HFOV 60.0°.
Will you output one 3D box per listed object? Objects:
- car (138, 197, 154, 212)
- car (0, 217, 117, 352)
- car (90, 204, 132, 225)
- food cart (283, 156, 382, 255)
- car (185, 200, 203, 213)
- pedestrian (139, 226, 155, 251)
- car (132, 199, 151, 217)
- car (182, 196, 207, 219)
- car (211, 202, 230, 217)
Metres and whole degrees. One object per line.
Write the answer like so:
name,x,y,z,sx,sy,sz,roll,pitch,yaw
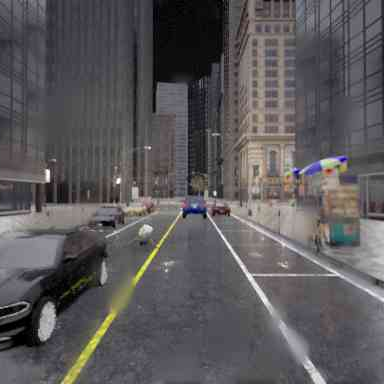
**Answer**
car,-5.623,1.527,39.299,2.192,1.841,5.009,0,0,0
car,-3.067,1.502,6.560,1.882,1.535,5.008,0,0,0
car,-5.720,1.670,22.920,1.947,1.339,4.313,1,0,0
food cart,5.698,0.525,14.308,2.280,3.560,4.660,-1,-1,0
car,0.283,1.781,42.093,2.033,1.411,5.357,0,0,1
pedestrian,-1.823,1.348,13.489,0.375,1.860,0.375,1,-1,-18
car,-5.657,1.698,33.668,1.752,1.417,4.829,0,0,0
car,0.247,1.379,31.378,2.150,2.045,5.566,0,0,0
car,2.868,1.719,33.786,1.887,1.381,4.507,0,0,0
